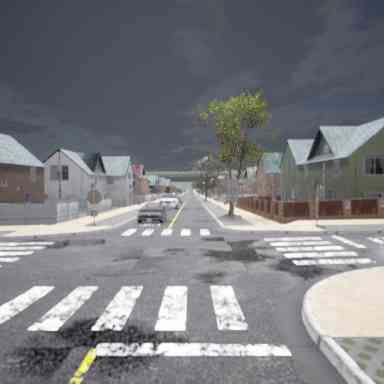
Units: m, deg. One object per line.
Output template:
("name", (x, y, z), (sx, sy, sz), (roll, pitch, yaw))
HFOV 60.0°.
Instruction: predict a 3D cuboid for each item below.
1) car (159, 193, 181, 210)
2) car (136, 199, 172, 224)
("car", (-2.899, 1.179, 42.201), (2.150, 2.045, 5.566), (0, 0, 0))
("car", (-2.882, 1.523, 25.080), (2.033, 1.411, 5.357), (0, 0, 0))
